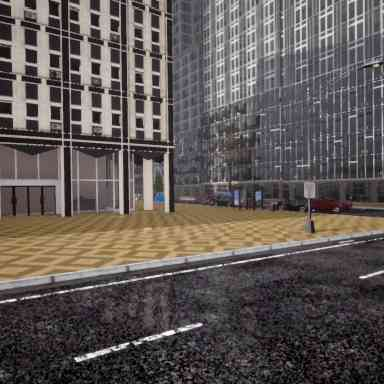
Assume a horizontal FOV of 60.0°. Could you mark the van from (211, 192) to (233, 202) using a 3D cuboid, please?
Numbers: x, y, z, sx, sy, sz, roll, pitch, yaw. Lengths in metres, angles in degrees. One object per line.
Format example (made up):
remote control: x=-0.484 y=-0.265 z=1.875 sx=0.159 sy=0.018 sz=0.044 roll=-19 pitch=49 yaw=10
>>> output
van: x=5.260 y=0.855 z=58.812 sx=1.690 sy=1.788 sz=3.998 roll=0 pitch=1 yaw=-34

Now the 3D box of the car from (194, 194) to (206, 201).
car: x=2.067 y=1.043 z=63.517 sx=1.802 sy=1.307 sz=4.206 roll=0 pitch=1 yaw=-34

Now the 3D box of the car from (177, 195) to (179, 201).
car: x=-4.337 y=0.917 z=62.801 sx=2.097 sy=1.767 sz=4.553 roll=-1 pitch=1 yaw=-34

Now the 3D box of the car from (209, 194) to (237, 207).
car: x=4.669 y=1.319 z=44.676 sx=1.947 sy=1.339 sz=4.313 roll=0 pitch=1 yaw=-34

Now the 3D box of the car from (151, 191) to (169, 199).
car: x=-7.513 y=0.614 z=77.619 sx=2.192 sy=1.841 sz=5.009 roll=0 pitch=1 yaw=-34

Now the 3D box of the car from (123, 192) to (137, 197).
car: x=-17.092 y=0.687 z=91.726 sx=2.008 sy=1.369 sz=4.403 roll=0 pitch=1 yaw=-34

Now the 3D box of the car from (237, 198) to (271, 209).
car: x=7.814 y=1.388 z=39.943 sx=1.802 sy=1.307 sz=4.206 roll=0 pitch=1 yaw=-34

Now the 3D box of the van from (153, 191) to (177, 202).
van: x=-4.865 y=0.937 z=58.807 sx=1.690 sy=1.788 sz=3.998 roll=0 pitch=1 yaw=-34

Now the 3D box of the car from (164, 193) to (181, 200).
car: x=-4.319 y=0.935 z=72.921 sx=1.802 sy=1.307 sz=4.206 roll=0 pitch=1 yaw=-34

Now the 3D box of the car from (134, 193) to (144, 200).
car: x=-11.252 y=1.039 z=68.213 sx=2.008 sy=1.369 sz=4.403 roll=0 pitch=1 yaw=-34

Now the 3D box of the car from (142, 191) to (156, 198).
car: x=-10.706 y=0.685 z=82.322 sx=1.967 sy=1.590 sz=4.097 roll=0 pitch=1 yaw=-34

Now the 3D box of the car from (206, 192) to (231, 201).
car: x=4.674 y=1.153 z=49.373 sx=1.882 sy=1.535 sz=5.008 roll=-1 pitch=1 yaw=-34

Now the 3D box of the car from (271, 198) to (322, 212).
car: x=10.993 y=1.424 z=35.229 sx=1.947 sy=1.339 sz=4.313 roll=0 pitch=1 yaw=-34

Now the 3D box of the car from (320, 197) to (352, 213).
car: x=14.328 y=1.309 z=35.144 sx=1.882 sy=1.535 sz=5.008 roll=-1 pitch=1 yaw=-34
